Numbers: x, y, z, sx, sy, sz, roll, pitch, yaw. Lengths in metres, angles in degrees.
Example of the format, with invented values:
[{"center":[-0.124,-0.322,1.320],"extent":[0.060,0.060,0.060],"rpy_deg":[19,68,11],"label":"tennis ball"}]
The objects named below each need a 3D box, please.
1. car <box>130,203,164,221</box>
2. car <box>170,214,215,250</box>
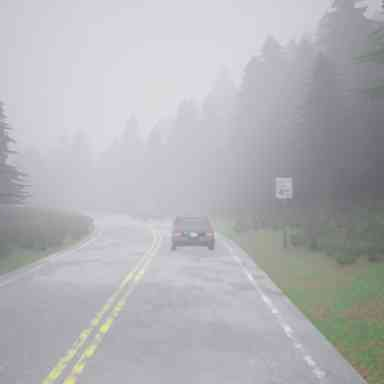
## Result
[{"center":[-4.199,1.800,30.478],"extent":[2.128,1.511,4.902],"rpy_deg":[3,-1,-29],"label":"car"},{"center":[-0.028,1.700,15.128],"extent":[2.033,1.411,5.357],"rpy_deg":[0,-1,-2],"label":"car"}]
